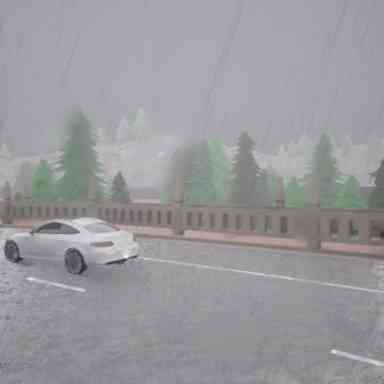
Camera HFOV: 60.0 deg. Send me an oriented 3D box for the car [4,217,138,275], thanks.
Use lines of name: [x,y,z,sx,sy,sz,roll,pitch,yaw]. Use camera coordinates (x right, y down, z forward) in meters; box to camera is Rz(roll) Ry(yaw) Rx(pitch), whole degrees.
car: [-3.768,1.496,10.236,4.674,1.442,1.812,0,0,31]
